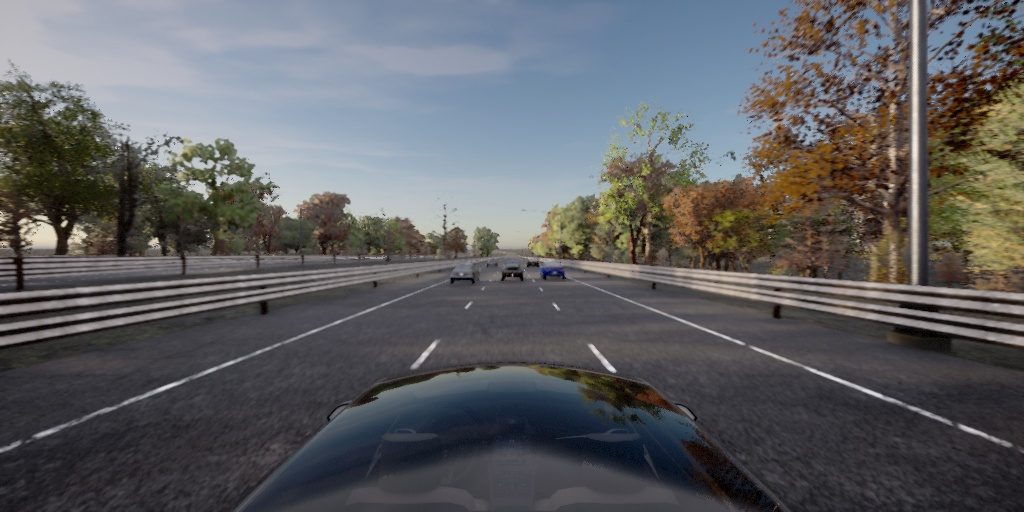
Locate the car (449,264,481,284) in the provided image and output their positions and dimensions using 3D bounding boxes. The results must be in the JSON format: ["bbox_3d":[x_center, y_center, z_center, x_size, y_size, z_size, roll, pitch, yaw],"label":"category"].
[{"bbox_3d":[-3.478,1.296,27.234,2.033,1.411,5.357,0,0,0],"label":"car"}]

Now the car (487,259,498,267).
[{"bbox_3d":[-3.430,1.240,63.583,2.128,1.511,4.902,0,0,0],"label":"car"}]

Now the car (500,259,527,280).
[{"bbox_3d":[0.053,1.255,30.948,1.837,1.490,4.892,0,1,0],"label":"car"}]

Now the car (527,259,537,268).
[{"bbox_3d":[3.572,1.226,63.560,1.882,1.535,5.008,0,0,0],"label":"car"}]

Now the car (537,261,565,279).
[{"bbox_3d":[3.559,1.226,32.147,1.882,1.535,5.008,0,0,0],"label":"car"}]
